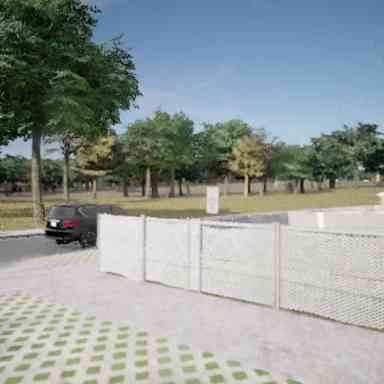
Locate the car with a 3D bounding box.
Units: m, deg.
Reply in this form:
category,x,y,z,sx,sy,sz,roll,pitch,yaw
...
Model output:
category,x,y,z,sx,sy,sz,roll,pitch,yaw
car,-4.657,1.602,16.983,2.150,2.045,5.566,1,-1,33
